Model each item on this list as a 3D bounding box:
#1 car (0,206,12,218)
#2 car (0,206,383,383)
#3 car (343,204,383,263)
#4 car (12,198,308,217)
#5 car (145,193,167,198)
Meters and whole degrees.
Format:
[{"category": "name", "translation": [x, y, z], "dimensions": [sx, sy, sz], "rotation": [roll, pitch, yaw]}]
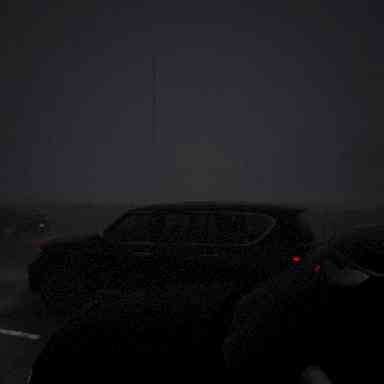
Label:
[{"category": "car", "translation": [-9.645, 1.465, 16.997], "dimensions": [5.008, 1.535, 1.882], "rotation": [0, 0, 19]}, {"category": "car", "translation": [1.582, 1.221, 2.002], "dimensions": [5.566, 2.045, 2.150], "rotation": [0, 0, 19]}, {"category": "car", "translation": [7.615, 1.349, 11.040], "dimensions": [4.553, 1.767, 2.097], "rotation": [0, 0, 19]}, {"category": "car", "translation": [-0.376, 1.216, 6.393], "dimensions": [5.566, 2.045, 2.150], "rotation": [0, 0, 19]}, {"category": "car", "translation": [-7.950, 1.170, 73.570], "dimensions": [4.605, 1.855, 1.932], "rotation": [0, 0, 19]}]
